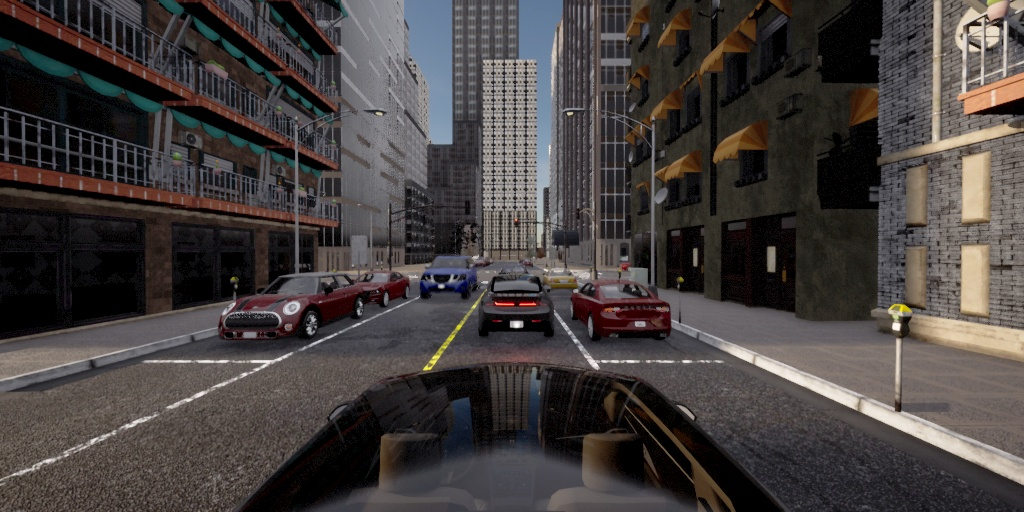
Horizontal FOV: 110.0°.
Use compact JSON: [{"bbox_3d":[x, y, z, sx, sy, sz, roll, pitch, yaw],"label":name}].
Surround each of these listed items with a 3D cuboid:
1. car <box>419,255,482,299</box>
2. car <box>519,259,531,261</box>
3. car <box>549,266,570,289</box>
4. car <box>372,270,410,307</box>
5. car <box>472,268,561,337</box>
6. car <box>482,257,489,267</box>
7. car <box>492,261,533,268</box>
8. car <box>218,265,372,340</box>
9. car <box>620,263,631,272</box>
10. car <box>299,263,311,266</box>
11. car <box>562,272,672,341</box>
[{"bbox_3d":[-3.026,0.970,18.253,2.150,2.045,5.566,0,0,1],"label":"car"},{"bbox_3d":[2.749,1.186,64.321,1.967,1.591,4.097,0,0,0],"label":"car"},{"bbox_3d":[2.707,1.272,20.965,1.751,1.417,4.829,0,0,0],"label":"car"},{"bbox_3d":[-5.679,1.293,15.294,1.888,1.381,4.507,0,0,0],"label":"car"},{"bbox_3d":[0.108,1.253,10.299,1.837,1.490,4.892,0,0,0],"label":"car"},{"bbox_3d":[-5.631,1.291,64.330,1.888,1.381,4.507,0,0,0],"label":"car"},{"bbox_3d":[0.116,1.239,20.433,2.128,1.511,4.902,0,0,0],"label":"car"},{"bbox_3d":[-5.684,1.188,9.770,1.967,1.591,4.097,0,0,0],"label":"car"},{"bbox_3d":[14.299,1.005,39.926,4.507,1.381,1.888,0,0,0],"label":"car"},{"bbox_3d":[-23.799,1.494,39.642,4.097,1.591,1.967,0,0,0],"label":"car"},{"bbox_3d":[2.697,1.294,9.748,1.888,1.381,4.507,0,0,0],"label":"car"}]
